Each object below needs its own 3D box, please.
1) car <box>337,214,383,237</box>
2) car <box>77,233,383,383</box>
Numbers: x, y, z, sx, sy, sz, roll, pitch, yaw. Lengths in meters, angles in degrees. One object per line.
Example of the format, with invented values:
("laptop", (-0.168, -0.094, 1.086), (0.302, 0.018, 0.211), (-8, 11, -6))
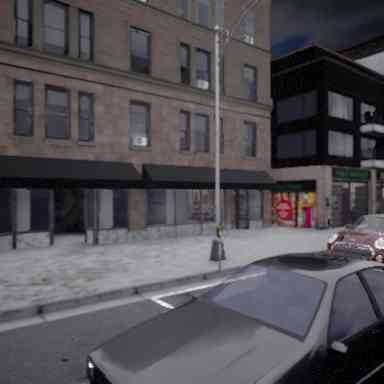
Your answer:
("car", (6.241, 1.471, 10.972), (4.097, 1.590, 1.967), (0, 0, -37))
("car", (1.455, 1.564, 4.202), (5.357, 1.411, 2.033), (0, 0, -39))
